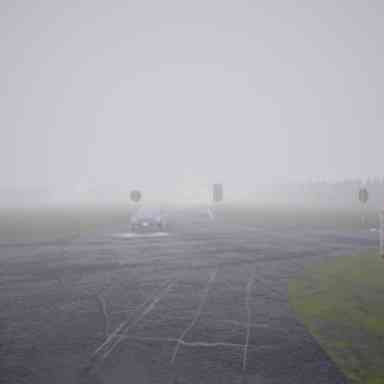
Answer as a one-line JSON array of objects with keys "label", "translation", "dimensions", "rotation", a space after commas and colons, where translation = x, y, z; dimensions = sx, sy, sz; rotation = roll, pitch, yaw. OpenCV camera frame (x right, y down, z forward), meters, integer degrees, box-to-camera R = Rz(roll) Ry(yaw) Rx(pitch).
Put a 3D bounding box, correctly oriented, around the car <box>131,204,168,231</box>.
[{"label": "car", "translation": [-2.560, 1.526, 20.803], "dimensions": [1.812, 1.442, 4.674], "rotation": [0, 0, 1]}]
